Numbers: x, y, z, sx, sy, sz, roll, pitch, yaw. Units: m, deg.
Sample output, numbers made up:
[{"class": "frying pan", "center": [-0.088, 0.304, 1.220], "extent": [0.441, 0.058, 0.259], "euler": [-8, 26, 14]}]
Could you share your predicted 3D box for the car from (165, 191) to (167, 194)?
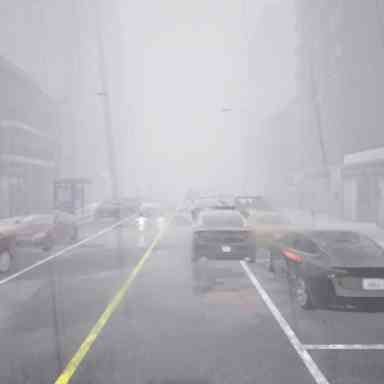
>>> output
[{"class": "car", "center": [-5.663, 0.712, 57.015], "extent": [1.947, 1.339, 4.313], "euler": [0, 1, 0]}]

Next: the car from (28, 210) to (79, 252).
[{"class": "car", "center": [-5.667, 1.389, 12.820], "extent": [1.802, 1.307, 4.206], "euler": [0, 1, 0]}]

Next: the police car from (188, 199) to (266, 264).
[{"class": "police car", "center": [0.900, 1.255, 11.326], "extent": [1.930, 1.638, 5.238], "euler": [0, 1, 0]}]

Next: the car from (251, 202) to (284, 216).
[{"class": "car", "center": [2.860, 1.330, 13.007], "extent": [1.752, 1.417, 4.829], "euler": [0, 1, 0]}]

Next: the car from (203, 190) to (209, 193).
[{"class": "car", "center": [2.862, 0.862, 45.975], "extent": [2.008, 1.369, 4.403], "euler": [0, 1, 0]}]

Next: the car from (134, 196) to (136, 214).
[{"class": "car", "center": [-5.666, 1.125, 29.393], "extent": [1.947, 1.339, 4.313], "euler": [0, 1, 0]}]

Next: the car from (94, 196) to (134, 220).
[{"class": "car", "center": [-5.666, 1.187, 23.868], "extent": [1.887, 1.381, 4.507], "euler": [0, 1, 0]}]

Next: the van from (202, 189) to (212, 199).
[{"class": "van", "center": [2.863, 0.405, 62.541], "extent": [1.690, 1.788, 3.998], "euler": [0, 1, 0]}]

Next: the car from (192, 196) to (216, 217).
[{"class": "car", "center": [0.902, 1.097, 27.215], "extent": [1.837, 1.490, 4.892], "euler": [0, 1, 0]}]

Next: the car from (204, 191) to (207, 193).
[{"class": "car", "center": [2.861, 0.945, 40.452], "extent": [2.008, 1.369, 4.403], "euler": [0, 1, 0]}]

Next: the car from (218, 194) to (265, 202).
[{"class": "car", "center": [2.860, 1.039, 18.356], "extent": [2.192, 1.841, 5.009], "euler": [0, 1, 0]}]

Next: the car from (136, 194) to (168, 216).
[{"class": "car", "center": [-3.104, 1.119, 27.107], "extent": [1.812, 1.442, 4.674], "euler": [0, 1, 0]}]

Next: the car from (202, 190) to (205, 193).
[{"class": "car", "center": [2.862, 0.795, 51.498], "extent": [1.947, 1.339, 4.313], "euler": [0, 1, 0]}]

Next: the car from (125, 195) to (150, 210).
[{"class": "car", "center": [-5.665, 1.043, 34.917], "extent": [1.947, 1.339, 4.313], "euler": [0, 1, 0]}]

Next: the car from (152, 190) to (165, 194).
[{"class": "car", "center": [-5.664, 0.811, 51.491], "extent": [1.802, 1.307, 4.206], "euler": [0, 1, 0]}]

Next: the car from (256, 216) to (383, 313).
[{"class": "car", "center": [2.859, 1.455, 7.314], "extent": [1.947, 1.339, 4.313], "euler": [0, 1, 0]}]

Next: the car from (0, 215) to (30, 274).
[{"class": "car", "center": [-5.667, 1.434, 7.295], "extent": [1.887, 1.381, 4.507], "euler": [0, 1, 0]}]

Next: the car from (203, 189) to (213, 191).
[{"class": "car", "center": [2.863, 0.461, 57.018], "extent": [2.192, 1.841, 5.009], "euler": [0, 1, 0]}]

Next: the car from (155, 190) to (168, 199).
[{"class": "car", "center": [-5.663, 0.504, 62.538], "extent": [1.967, 1.590, 4.097], "euler": [0, 1, 0]}]

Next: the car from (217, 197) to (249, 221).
[{"class": "car", "center": [2.860, 1.165, 24.053], "extent": [1.752, 1.417, 4.829], "euler": [0, 1, 0]}]

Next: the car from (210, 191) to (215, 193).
[{"class": "car", "center": [2.860, 0.999, 29.404], "extent": [1.967, 1.590, 4.097], "euler": [0, 1, 0]}]

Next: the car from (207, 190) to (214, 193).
[{"class": "car", "center": [2.861, 0.917, 34.927], "extent": [1.967, 1.590, 4.097], "euler": [0, 1, 0]}]

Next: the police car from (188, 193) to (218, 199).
[{"class": "police car", "center": [0.901, 1.106, 21.324], "extent": [1.930, 1.638, 5.238], "euler": [0, 1, 0]}]

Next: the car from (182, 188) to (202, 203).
[{"class": "car", "center": [0.007, 0.501, 48.185], "extent": [2.150, 2.045, 5.566], "euler": [0, 1, 0]}]
